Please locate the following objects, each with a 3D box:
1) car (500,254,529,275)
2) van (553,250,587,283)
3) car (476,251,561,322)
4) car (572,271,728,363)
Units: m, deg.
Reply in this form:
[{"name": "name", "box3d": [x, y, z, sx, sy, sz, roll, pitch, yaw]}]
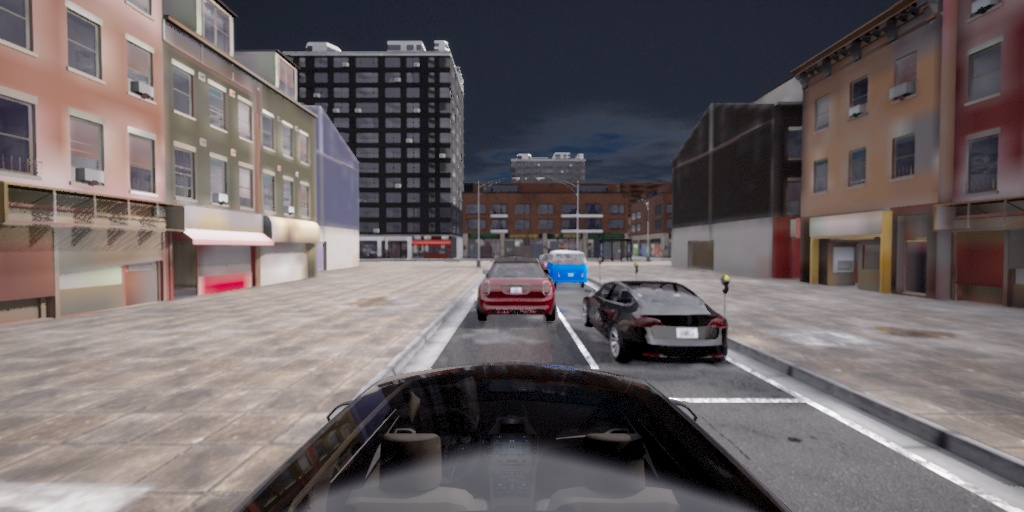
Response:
[{"name": "car", "box3d": [0.205, 0.575, 26.879, 1.994, 1.385, 4.181, 0, 2, 0]}, {"name": "van", "box3d": [2.717, 0.598, 18.412, 1.690, 1.789, 3.998, 0, 0, 0]}, {"name": "car", "box3d": [0.128, 0.820, 11.205, 2.097, 1.767, 4.553, 0, 2, 1]}, {"name": "car", "box3d": [2.664, 1.142, 7.542, 1.948, 1.339, 4.313, 0, 0, 0]}]
